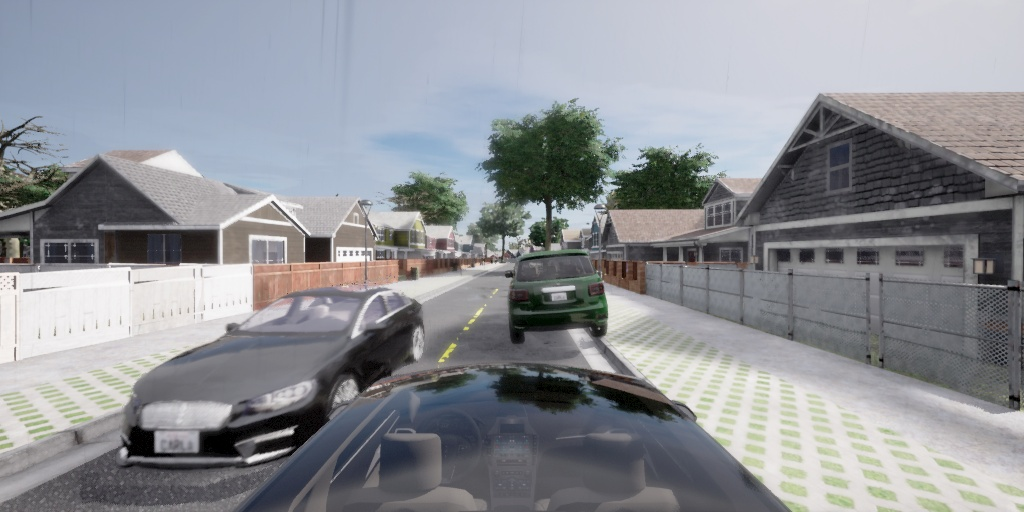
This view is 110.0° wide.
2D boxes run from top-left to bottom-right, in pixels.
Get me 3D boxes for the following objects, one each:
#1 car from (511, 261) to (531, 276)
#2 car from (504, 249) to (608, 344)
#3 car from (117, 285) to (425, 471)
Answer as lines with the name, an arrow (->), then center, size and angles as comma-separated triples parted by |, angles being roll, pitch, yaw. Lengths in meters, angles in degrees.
car -> 1.102, 1.322, 39.611 | 2.033, 1.411, 5.357 | 0, 0, 3
car -> 1.012, 0.897, 9.750 | 2.150, 2.045, 5.566 | -5, 0, 2
car -> -2.672, 1.241, 5.343 | 2.128, 1.511, 4.902 | 0, 0, 1
